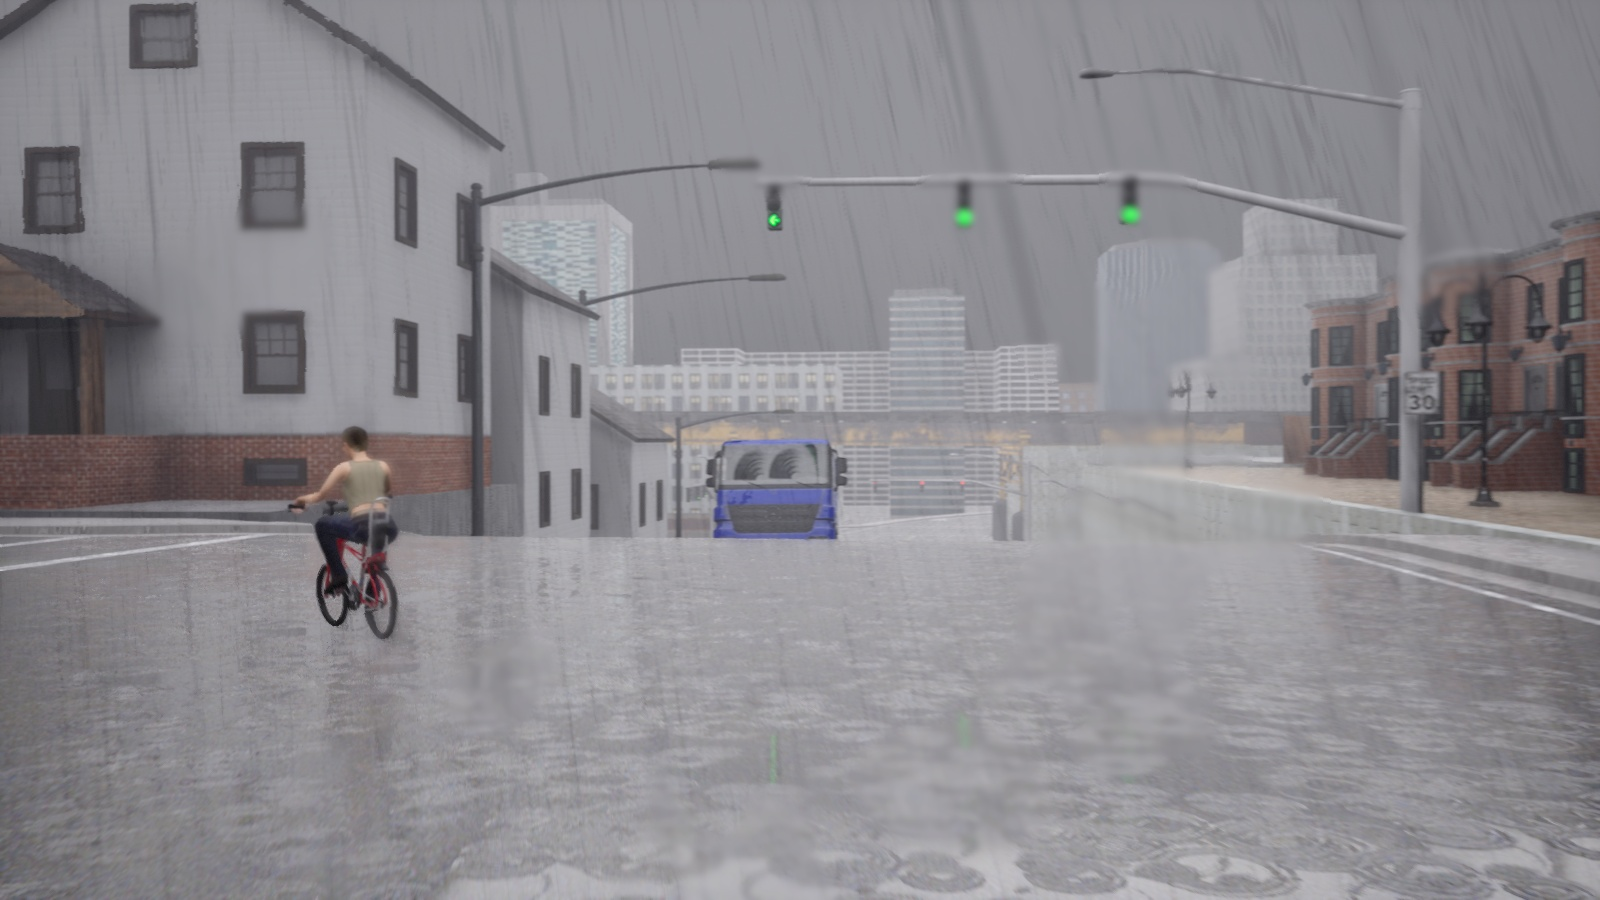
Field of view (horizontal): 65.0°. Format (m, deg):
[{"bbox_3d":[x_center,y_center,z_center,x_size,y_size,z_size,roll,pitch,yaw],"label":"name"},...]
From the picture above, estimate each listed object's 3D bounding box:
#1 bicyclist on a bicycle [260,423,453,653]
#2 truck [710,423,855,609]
[{"bbox_3d":[-3.466,0.616,9.755,0.866,1.612,1.509,-2,2,-42],"label":"bicyclist on a bicycle"},{"bbox_3d":[-0.211,1.967,32.393,2.891,3.462,7.936,-1,-13,5],"label":"truck"}]
